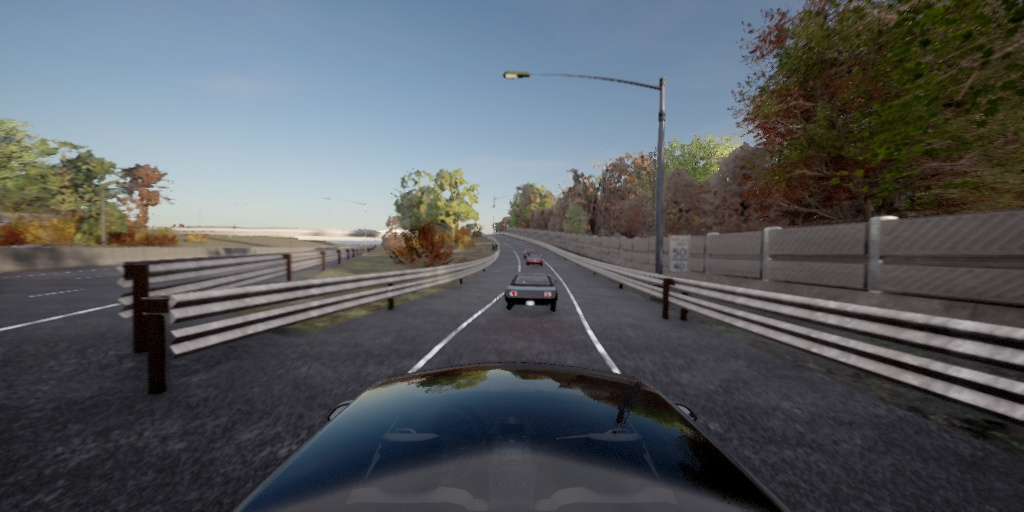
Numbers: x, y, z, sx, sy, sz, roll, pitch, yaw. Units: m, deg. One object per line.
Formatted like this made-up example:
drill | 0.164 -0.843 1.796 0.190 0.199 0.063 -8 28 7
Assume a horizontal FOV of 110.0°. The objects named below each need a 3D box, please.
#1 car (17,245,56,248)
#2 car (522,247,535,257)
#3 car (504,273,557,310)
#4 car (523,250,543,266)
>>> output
car | -48.810 -0.451 36.690 2.033 1.411 5.357 0 1 -20
car | 2.703 -0.527 54.095 2.097 1.767 4.553 1 4 -1
car | 0.880 1.357 14.783 1.895 1.301 4.718 1 0 6
car | 2.687 0.398 43.855 1.994 1.385 4.181 1 3 0
